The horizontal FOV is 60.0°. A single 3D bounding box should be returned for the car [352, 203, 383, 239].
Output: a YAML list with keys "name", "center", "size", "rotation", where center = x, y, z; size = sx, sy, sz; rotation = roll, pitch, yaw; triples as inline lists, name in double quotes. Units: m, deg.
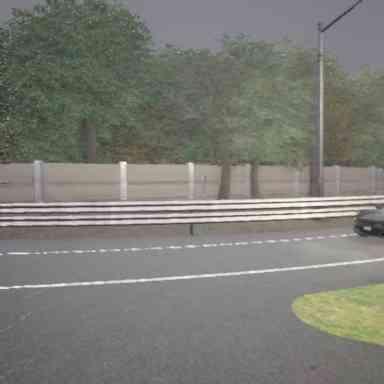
- name: "car"
  center: [8.282, 0.924, 12.524]
  size: [5.008, 1.535, 1.882]
  rotation: [-2, 3, -26]
